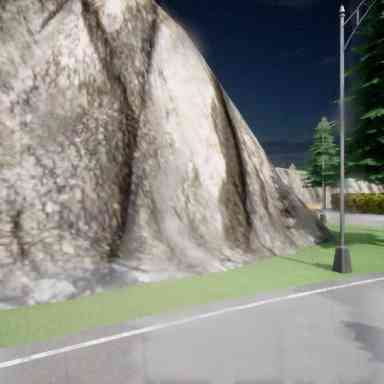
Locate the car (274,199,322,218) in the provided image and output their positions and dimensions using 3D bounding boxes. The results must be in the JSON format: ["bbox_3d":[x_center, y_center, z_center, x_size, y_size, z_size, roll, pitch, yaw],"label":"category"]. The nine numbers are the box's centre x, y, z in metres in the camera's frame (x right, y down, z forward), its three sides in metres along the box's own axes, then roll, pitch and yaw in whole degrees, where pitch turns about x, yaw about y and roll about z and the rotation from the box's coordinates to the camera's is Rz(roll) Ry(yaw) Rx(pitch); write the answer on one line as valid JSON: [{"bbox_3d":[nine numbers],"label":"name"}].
[{"bbox_3d":[9.761,1.478,30.899,1.882,1.535,5.008,0,0,-27],"label":"car"}]

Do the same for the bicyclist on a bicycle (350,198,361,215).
[{"bbox_3d":[16.430,1.453,33.354,1.656,1.620,0.582,0,0,-28],"label":"bicyclist on a bicycle"}]
